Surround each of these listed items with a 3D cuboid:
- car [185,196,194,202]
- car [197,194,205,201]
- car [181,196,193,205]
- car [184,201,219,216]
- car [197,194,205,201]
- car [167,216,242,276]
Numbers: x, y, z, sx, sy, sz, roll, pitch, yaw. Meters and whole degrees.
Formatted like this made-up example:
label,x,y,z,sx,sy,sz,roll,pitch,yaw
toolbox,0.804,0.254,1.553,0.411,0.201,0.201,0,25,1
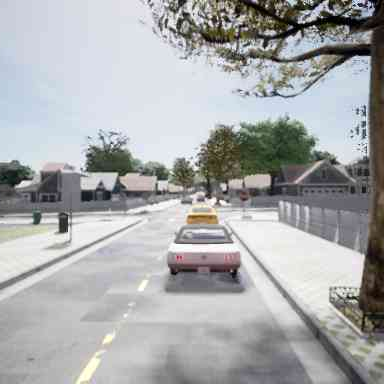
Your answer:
label,x,y,z,sx,sy,sz,roll,pitch,yaw
car,-0.619,1.711,79.835,2.033,1.411,5.357,0,0,2
car,2.063,1.694,77.318,2.128,1.511,4.902,0,0,2
car,-1.054,1.502,64.689,2.097,1.767,4.553,0,0,2
car,0.615,1.555,20.396,1.882,1.535,5.008,0,0,1
car,2.346,1.390,87.706,2.097,1.767,4.553,0,0,2
car,0.354,1.647,10.439,1.895,1.301,4.718,0,0,2
